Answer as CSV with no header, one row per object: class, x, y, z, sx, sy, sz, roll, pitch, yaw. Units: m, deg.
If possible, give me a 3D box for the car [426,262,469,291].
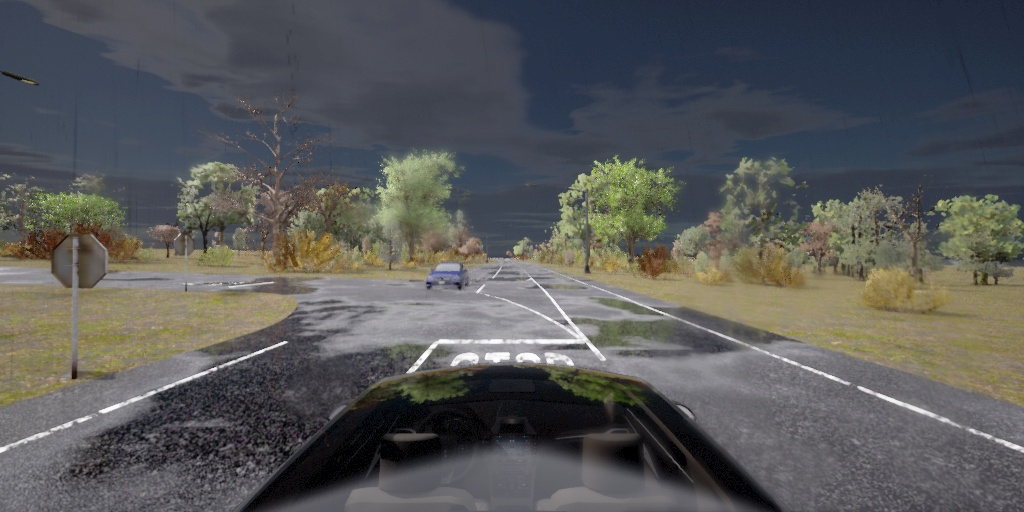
car,-3.472,1.069,20.094,1.812,1.442,4.674,1,0,0
